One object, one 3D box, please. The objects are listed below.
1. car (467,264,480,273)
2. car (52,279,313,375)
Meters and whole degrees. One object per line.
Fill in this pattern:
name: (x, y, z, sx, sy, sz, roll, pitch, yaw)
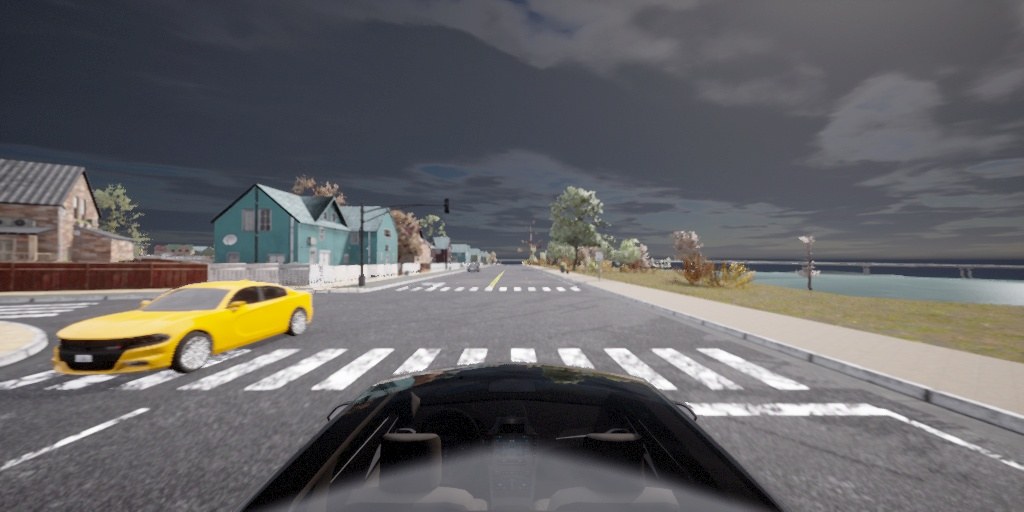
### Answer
car: (-6.483, 2.044, 60.466, 2.128, 1.511, 4.902, 0, -1, 0)
car: (-6.494, 1.314, 7.939, 1.882, 1.535, 5.008, 0, -1, 0)
